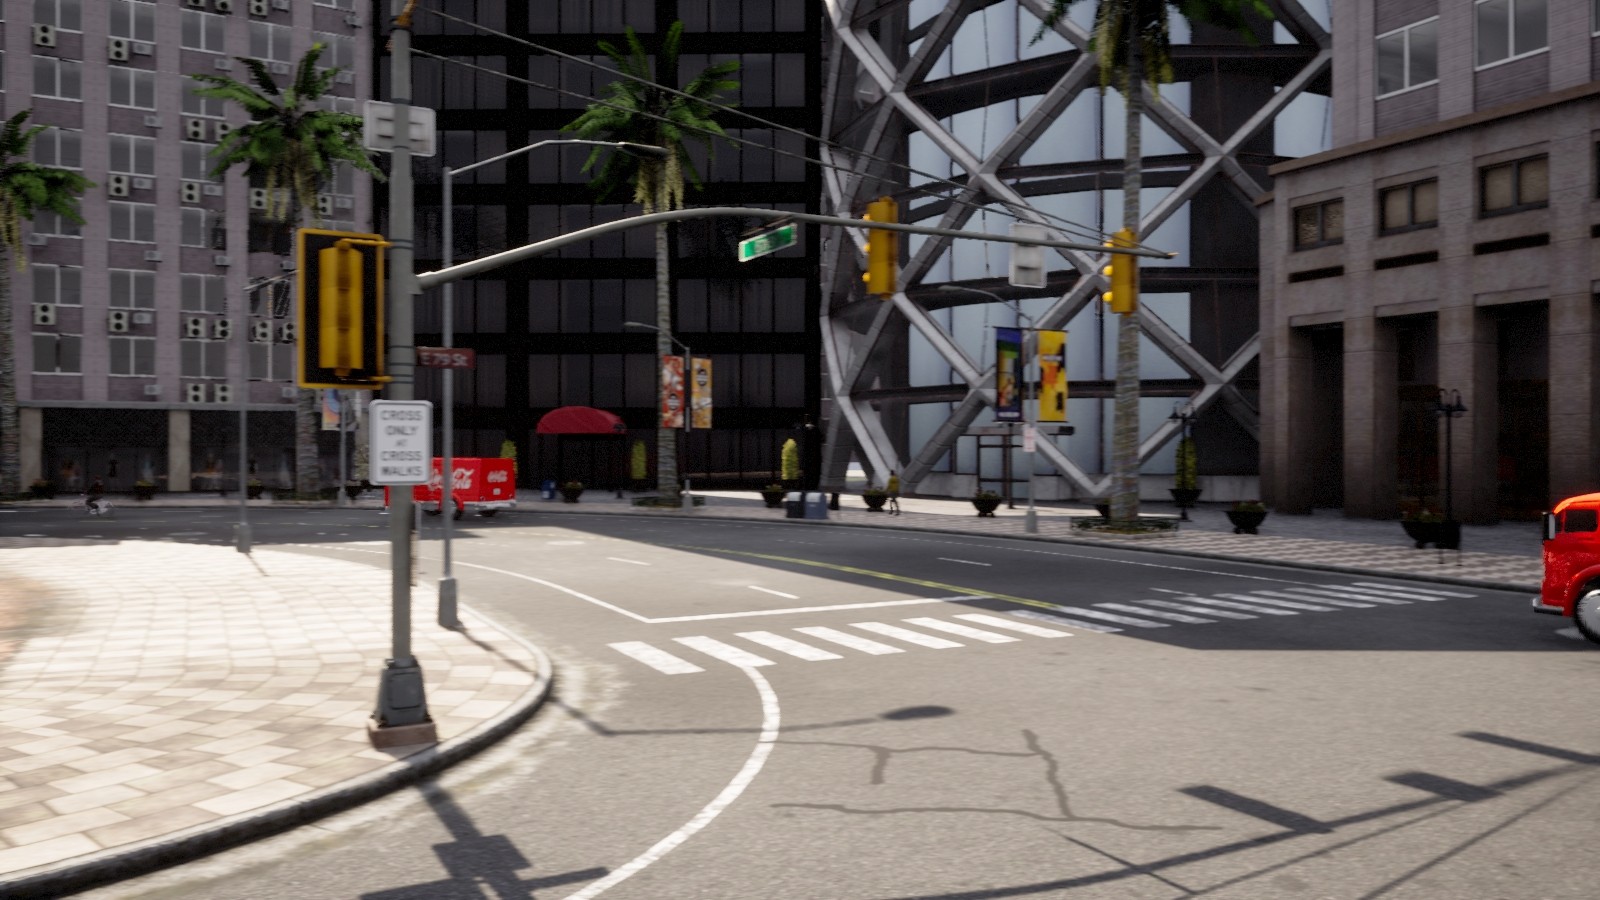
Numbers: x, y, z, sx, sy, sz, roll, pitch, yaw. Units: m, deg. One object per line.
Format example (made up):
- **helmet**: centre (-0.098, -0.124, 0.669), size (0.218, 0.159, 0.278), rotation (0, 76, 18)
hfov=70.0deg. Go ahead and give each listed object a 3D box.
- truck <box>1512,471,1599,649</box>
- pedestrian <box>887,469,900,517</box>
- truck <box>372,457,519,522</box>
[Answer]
- **truck**: centre (13.069, 1.563, 15.457), size (2.627, 2.467, 5.204), rotation (0, 0, -28)
- **pedestrian**: centre (3.686, 1.677, 45.017), size (0.375, 1.860, 0.375), rotation (0, 0, 43)
- **truck**: centre (-14.376, 1.544, 46.389), size (5.204, 2.467, 2.627), rotation (0, 0, 23)
